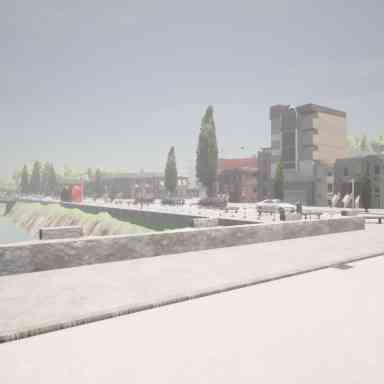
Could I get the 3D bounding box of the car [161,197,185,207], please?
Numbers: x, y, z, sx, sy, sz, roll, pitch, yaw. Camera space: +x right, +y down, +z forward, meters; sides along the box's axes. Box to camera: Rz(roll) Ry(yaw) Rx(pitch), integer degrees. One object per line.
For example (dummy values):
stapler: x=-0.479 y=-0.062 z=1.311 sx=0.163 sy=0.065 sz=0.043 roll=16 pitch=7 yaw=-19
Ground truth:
car: x=-3.005 y=1.489 z=52.244 sx=2.128 sy=1.511 sz=4.902 roll=0 pitch=0 yaw=-36

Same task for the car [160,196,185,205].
car: x=-3.626 y=1.547 z=60.287 sx=2.033 sy=1.411 sz=5.357 roll=0 pitch=0 yaw=-36

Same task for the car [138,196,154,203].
car: x=-9.838 y=1.546 z=68.948 sx=2.033 sy=1.411 sz=5.357 roll=0 pitch=0 yaw=-36

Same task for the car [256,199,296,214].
car: x=8.906 y=1.526 z=35.617 sx=1.812 sy=1.442 sz=4.674 roll=0 pitch=0 yaw=-36

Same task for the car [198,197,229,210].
car: x=2.770 y=1.506 z=44.156 sx=1.837 sy=1.490 sz=4.892 roll=0 pitch=0 yaw=-36
